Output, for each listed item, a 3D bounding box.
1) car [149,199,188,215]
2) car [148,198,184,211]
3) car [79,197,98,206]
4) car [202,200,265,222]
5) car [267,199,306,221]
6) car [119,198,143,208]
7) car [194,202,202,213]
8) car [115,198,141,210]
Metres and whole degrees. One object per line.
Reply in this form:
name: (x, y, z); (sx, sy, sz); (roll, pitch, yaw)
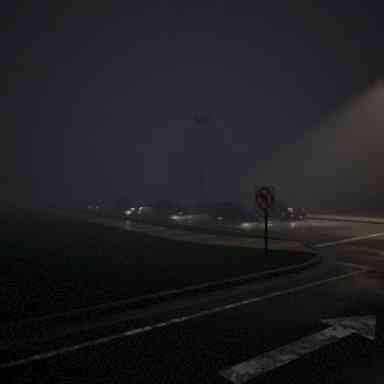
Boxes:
car: (-2.311, 1.484, 34.501); (1.882, 1.535, 5.008); (0, 0, -36)
car: (-3.418, 1.555, 41.970); (2.033, 1.411, 5.357); (0, 0, -36)
car: (-17.304, 1.465, 55.416); (2.033, 1.411, 5.357); (0, 0, -36)
car: (3.300, 1.484, 26.795); (1.882, 1.535, 5.008); (0, 0, -36)
car: (7.098, 1.360, 27.530); (2.097, 1.767, 4.553); (0, 0, -36)
car: (-9.275, 1.572, 50.120); (1.994, 1.385, 4.181); (0, 0, -36)
car: (2.026, 1.572, 34.495); (1.994, 1.385, 4.181); (0, 0, -36)
car: (-8.354, 1.513, 42.828); (1.837, 1.490, 4.892); (0, 0, -36)
